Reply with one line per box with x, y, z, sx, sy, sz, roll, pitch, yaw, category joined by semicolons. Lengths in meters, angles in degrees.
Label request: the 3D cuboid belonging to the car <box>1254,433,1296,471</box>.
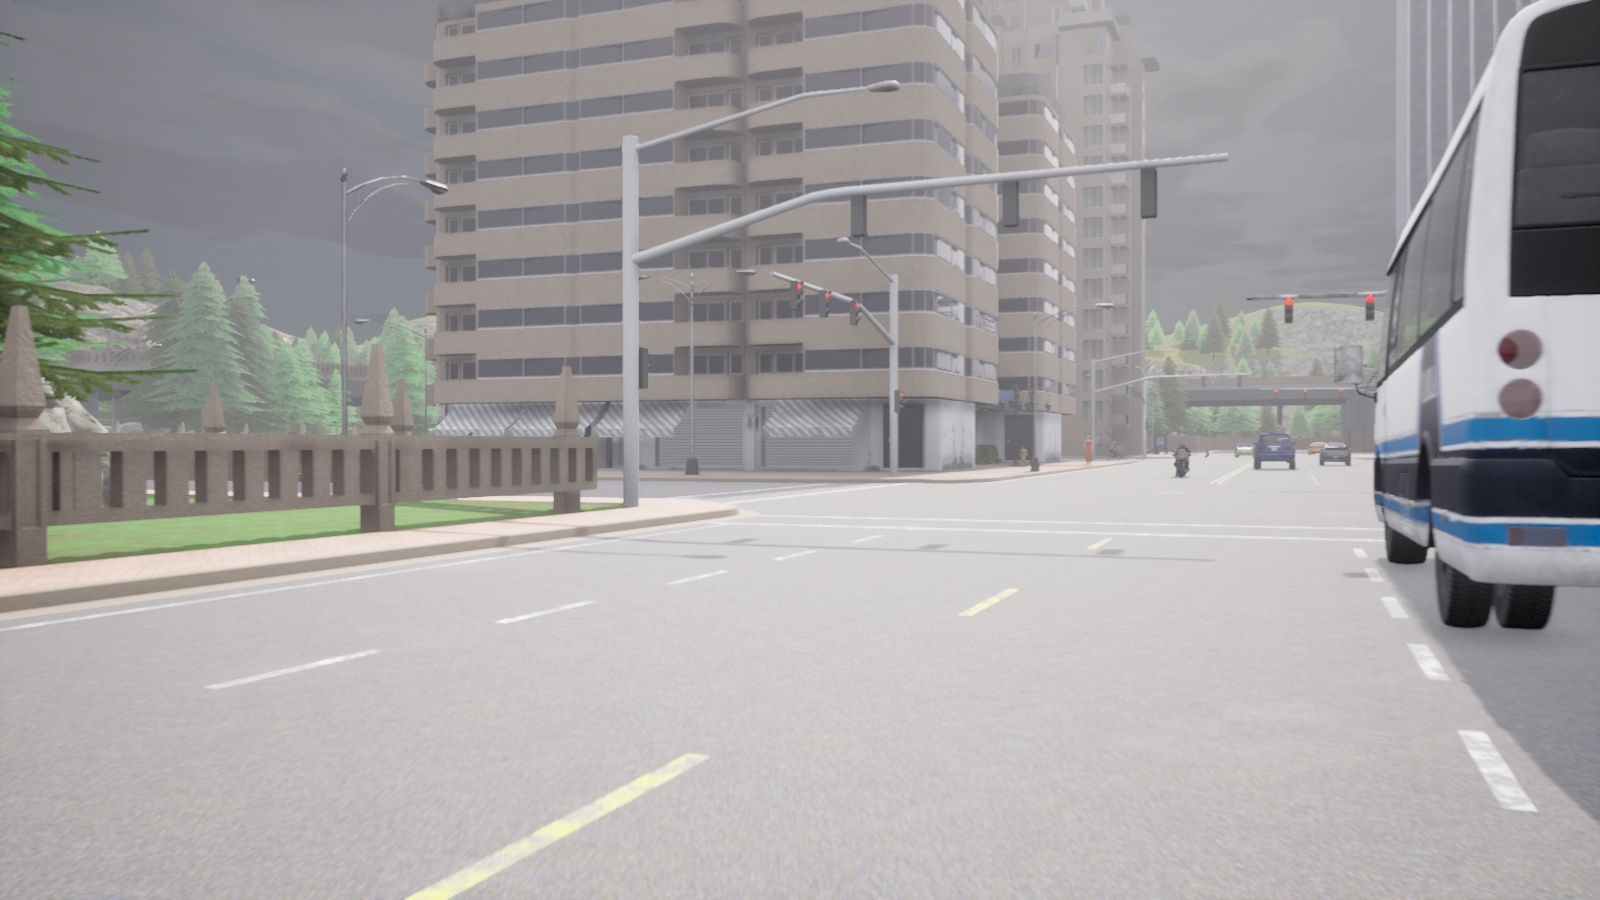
27.010;0.088;71.280;2.150;2.045;5.566;0;0;21;car

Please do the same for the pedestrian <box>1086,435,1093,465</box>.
17.588;-0.008;76.383;0.345;1.836;0.594;0;0;21;pedestrian

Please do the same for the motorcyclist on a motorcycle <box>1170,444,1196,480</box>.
16.493;0.493;54.040;0.866;1.530;2.191;0;0;21;motorcyclist on a motorcycle

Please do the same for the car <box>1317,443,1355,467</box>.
34.940;0.272;81.927;2.128;1.511;4.902;0;0;21;car

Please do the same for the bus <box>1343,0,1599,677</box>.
7.547;-0.692;12.011;3.944;4.253;10.273;0;-1;21;bus
